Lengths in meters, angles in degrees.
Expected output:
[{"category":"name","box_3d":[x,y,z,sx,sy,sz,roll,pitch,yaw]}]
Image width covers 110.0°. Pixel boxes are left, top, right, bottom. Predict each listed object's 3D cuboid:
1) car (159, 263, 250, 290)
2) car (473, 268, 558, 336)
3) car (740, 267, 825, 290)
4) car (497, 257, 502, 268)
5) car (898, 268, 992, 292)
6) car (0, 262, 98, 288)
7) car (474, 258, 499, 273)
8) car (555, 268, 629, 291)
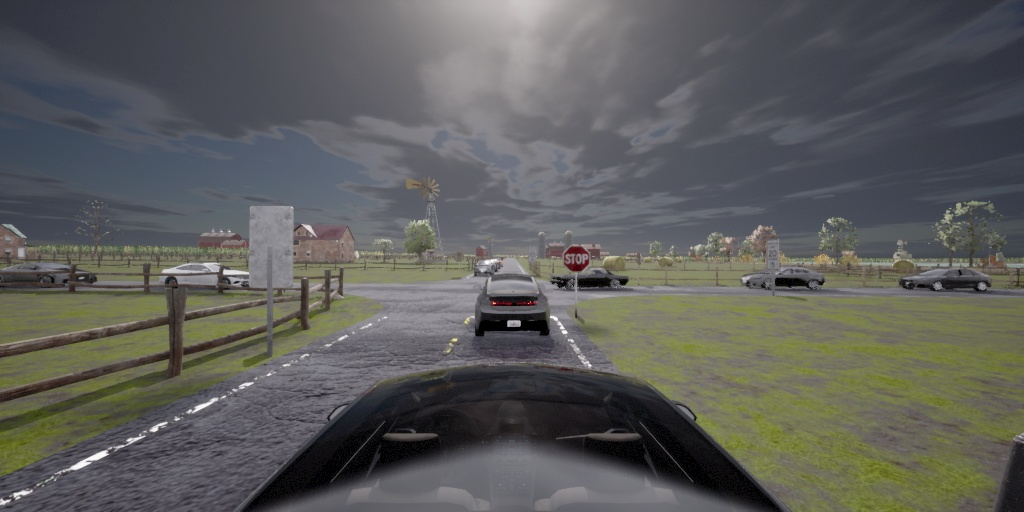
[{"category":"car","box_3d":[-17.217,1.103,20.359,4.674,1.442,1.812,1,-1,-1]},{"category":"car","box_3d":[-0.061,1.256,10.378,1.837,1.490,4.892,0,0,-3]},{"category":"car","box_3d":[17.836,1.445,23.739,4.902,1.511,2.128,1,-1,-1]},{"category":"car","box_3d":[-2.789,1.241,46.514,2.128,1.511,4.902,0,0,0]},{"category":"car","box_3d":[28.719,1.557,23.869,4.892,1.490,1.837,0,-1,-1]},{"category":"car","box_3d":[-26.338,1.048,20.250,4.181,1.385,1.994,1,-1,-1]},{"category":"car","box_3d":[-2.809,1.243,37.069,2.128,1.511,4.902,0,0,0]},{"category":"car","box_3d":[4.754,1.416,22.398,4.718,1.301,1.895,1,-1,-17]}]
